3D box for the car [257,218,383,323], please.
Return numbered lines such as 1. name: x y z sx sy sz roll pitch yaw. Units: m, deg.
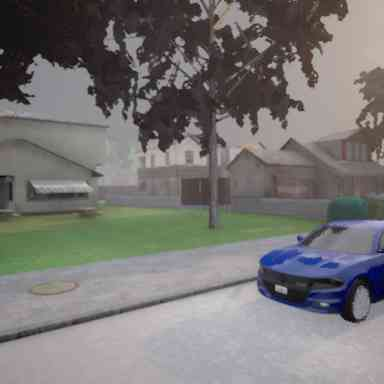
1. car: 3.551 1.371 7.174 5.008 1.535 1.882 -1 0 -36
